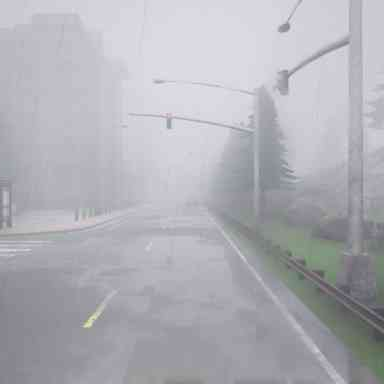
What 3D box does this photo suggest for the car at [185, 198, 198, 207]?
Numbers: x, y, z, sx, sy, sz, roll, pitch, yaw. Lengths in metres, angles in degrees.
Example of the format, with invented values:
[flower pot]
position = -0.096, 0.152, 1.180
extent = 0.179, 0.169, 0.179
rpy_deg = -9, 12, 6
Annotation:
[car]
position = -0.039, 1.564, 50.677
extent = 1.994, 1.385, 4.181
rpy_deg = 0, 0, 0
